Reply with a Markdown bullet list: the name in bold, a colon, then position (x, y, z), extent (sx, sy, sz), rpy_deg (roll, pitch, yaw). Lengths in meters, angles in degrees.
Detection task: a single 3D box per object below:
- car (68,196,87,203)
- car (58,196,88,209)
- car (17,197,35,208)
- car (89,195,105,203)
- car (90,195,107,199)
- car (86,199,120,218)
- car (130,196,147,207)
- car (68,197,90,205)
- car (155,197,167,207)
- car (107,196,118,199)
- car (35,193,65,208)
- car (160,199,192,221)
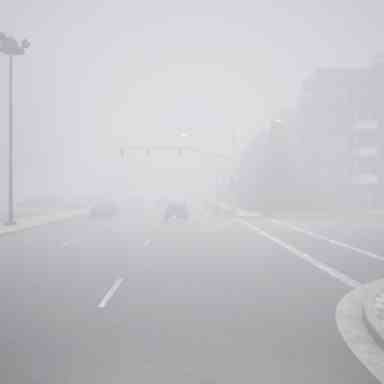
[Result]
- **car**: position (-23.337, 1.546, 68.135), extent (2.033, 1.411, 5.357), rpy_deg (0, 0, 0)
- **car**: position (-16.351, 1.606, 46.059), extent (1.895, 1.301, 4.718), rpy_deg (0, 0, 0)
- **car**: position (-23.343, 1.483, 48.107), extent (1.882, 1.535, 5.008), rpy_deg (0, 0, 0)
- **car**: position (-19.837, 1.483, 69.758), extent (1.882, 1.535, 5.008), rpy_deg (0, 0, 0)
- **car**: position (-16.379, 1.511, 56.401), extent (1.837, 1.490, 4.892), rpy_deg (0, 0, 1)
- **car**: position (-7.772, 1.567, 30.022), extent (1.994, 1.385, 4.181), rpy_deg (0, 0, -2)
- **car**: position (-8.206, 1.357, 51.136), extent (2.097, 1.767, 4.553), rpy_deg (0, 0, 0)
- **car**: position (-19.861, 1.554, 58.624), extent (2.033, 1.411, 5.357), rpy_deg (0, 0, 0)
- **car**: position (-4.718, 1.483, 53.021), extent (1.882, 1.535, 5.008), rpy_deg (0, 0, 0)
- **car**: position (-16.337, 1.499, 67.323), extent (2.128, 1.511, 4.902), rpy_deg (0, 0, 0)
- **car**: position (-19.851, 1.227, 47.675), extent (2.150, 2.045, 5.566), rpy_deg (0, 0, 0)
- **car**: position (-1.158, 1.508, 26.921), extent (1.837, 1.490, 4.892), rpy_deg (0, 0, 3)
